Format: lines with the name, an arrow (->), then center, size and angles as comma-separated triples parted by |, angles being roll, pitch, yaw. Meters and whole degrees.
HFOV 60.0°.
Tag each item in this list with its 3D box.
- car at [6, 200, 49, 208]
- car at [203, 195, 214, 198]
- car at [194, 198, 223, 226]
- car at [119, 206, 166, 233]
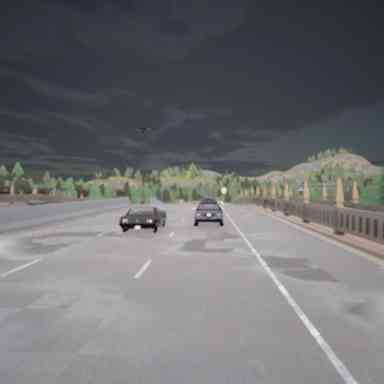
car -> -12.812, 1.344, 26.591 | 1.895, 1.301, 4.718 | 0, 0, 3
car -> 2.114, 1.175, 42.421 | 1.837, 1.490, 4.892 | 0, 0, 3
car -> 1.104, 1.376, 21.992 | 2.033, 1.411, 5.357 | 0, 0, 3
car -> -2.566, 1.443, 18.595 | 1.895, 1.301, 4.718 | 0, 0, 3
